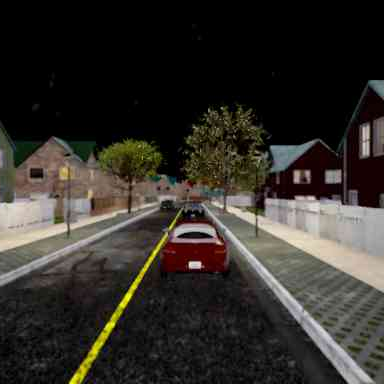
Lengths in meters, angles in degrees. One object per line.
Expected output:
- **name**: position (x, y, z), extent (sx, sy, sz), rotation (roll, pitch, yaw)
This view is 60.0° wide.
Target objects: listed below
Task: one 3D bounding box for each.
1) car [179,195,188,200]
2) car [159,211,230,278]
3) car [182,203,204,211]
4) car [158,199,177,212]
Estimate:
- **car**: position (-2.030, 1.477, 79.628), extent (1.882, 1.535, 5.008), rotation (0, -1, 4)
- **car**: position (0.082, 1.529, 10.049), extent (1.812, 1.442, 4.674), rotation (0, 0, 0)
- **car**: position (0.094, 1.637, 29.715), extent (1.895, 1.301, 4.718), rotation (0, 0, 0)
- **car**: position (-2.841, 1.578, 39.137), extent (1.837, 1.490, 4.892), rotation (0, 0, 0)
